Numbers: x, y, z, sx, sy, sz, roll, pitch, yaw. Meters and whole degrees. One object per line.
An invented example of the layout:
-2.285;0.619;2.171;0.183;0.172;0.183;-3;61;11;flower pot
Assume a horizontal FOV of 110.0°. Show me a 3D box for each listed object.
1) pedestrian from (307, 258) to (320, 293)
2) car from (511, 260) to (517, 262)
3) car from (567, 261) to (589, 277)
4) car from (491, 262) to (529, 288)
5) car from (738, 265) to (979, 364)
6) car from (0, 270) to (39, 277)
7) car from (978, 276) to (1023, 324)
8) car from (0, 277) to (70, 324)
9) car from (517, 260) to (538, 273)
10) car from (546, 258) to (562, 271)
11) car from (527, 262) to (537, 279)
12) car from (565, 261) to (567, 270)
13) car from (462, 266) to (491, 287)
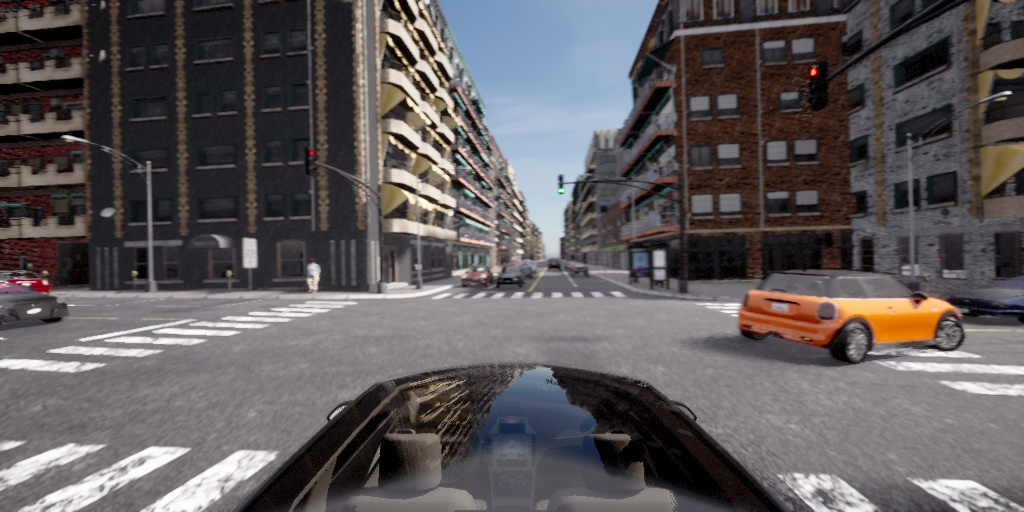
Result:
-10.565;1.046;19.049;0.375;1.860;0.375;-1;-1;6;pedestrian
0.720;1.514;55.374;2.192;1.841;5.009;0;0;7;car
7.105;1.449;37.606;2.007;1.370;4.403;0;0;7;car
-0.023;1.470;26.486;1.837;1.490;4.892;-1;-1;7;car
7.453;1.090;7.969;4.553;1.767;2.097;1;1;-19;car
-25.838;1.431;17.849;4.097;1.591;1.967;0;0;6;car
16.650;1.284;10.870;5.357;1.411;2.033;0;0;6;car
-16.447;1.493;11.061;4.181;1.385;1.994;0;0;6;car
2.246;1.435;46.043;2.097;1.767;4.553;-1;-1;7;car
6.666;1.296;56.616;2.150;2.045;5.566;-1;-1;6;car
1.110;1.586;36.077;1.994;1.385;4.181;-1;-1;9;car
7.751;1.478;43.207;1.888;1.381;4.507;0;0;7;car
-2.509;1.469;27.367;1.967;1.591;4.097;0;0;7;car
